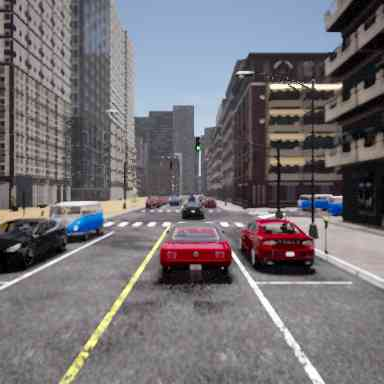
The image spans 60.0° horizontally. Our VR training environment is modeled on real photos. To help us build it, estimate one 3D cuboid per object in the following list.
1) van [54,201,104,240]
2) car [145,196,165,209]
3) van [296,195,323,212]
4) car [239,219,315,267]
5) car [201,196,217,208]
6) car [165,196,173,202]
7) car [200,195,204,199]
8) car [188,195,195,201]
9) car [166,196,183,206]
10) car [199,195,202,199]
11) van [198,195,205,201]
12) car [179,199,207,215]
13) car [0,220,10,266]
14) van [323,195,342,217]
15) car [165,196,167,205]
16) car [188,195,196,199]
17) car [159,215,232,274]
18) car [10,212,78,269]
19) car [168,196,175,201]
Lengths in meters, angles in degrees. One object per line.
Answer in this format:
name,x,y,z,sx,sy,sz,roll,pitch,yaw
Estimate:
van,-5.697,1.381,16.844,1.690,1.788,3.998,0,0,0
car,-5.700,1.450,49.234,2.192,1.841,5.009,0,0,0
van,13.705,1.206,36.791,3.998,1.788,1.690,-1,1,0
car,2.684,1.571,11.320,1.887,1.381,4.507,0,0,0
car,2.681,1.680,49.233,1.887,1.381,4.507,0,0,0
car,-5.702,1.777,82.229,1.752,1.417,4.829,0,0,0
car,2.681,1.698,54.761,1.887,1.381,4.507,0,0,0
car,-0.007,1.631,89.539,1.837,1.490,4.892,0,0,0
car,-3.051,1.767,58.933,1.895,1.301,4.718,0,0,1
car,2.680,1.611,60.289,1.967,1.590,4.097,0,0,0
van,2.678,1.637,93.455,1.690,1.788,3.998,0,0,0
car,0.098,1.642,30.720,1.994,1.385,4.181,0,0,0
car,-5.697,1.328,5.798,2.192,1.841,5.009,0,0,0
van,13.727,1.223,28.411,3.998,1.788,1.690,-1,1,0
car,-5.700,1.716,60.288,1.887,1.381,4.507,0,0,0
car,-0.006,1.732,79.117,1.837,1.490,4.892,0,0,0
car,0.097,1.626,10.654,1.895,1.301,4.718,0,0,0
car,-5.696,1.592,11.321,1.947,1.339,4.313,0,0,0
car,-5.702,1.841,93.454,1.887,1.381,4.507,0,0,0
